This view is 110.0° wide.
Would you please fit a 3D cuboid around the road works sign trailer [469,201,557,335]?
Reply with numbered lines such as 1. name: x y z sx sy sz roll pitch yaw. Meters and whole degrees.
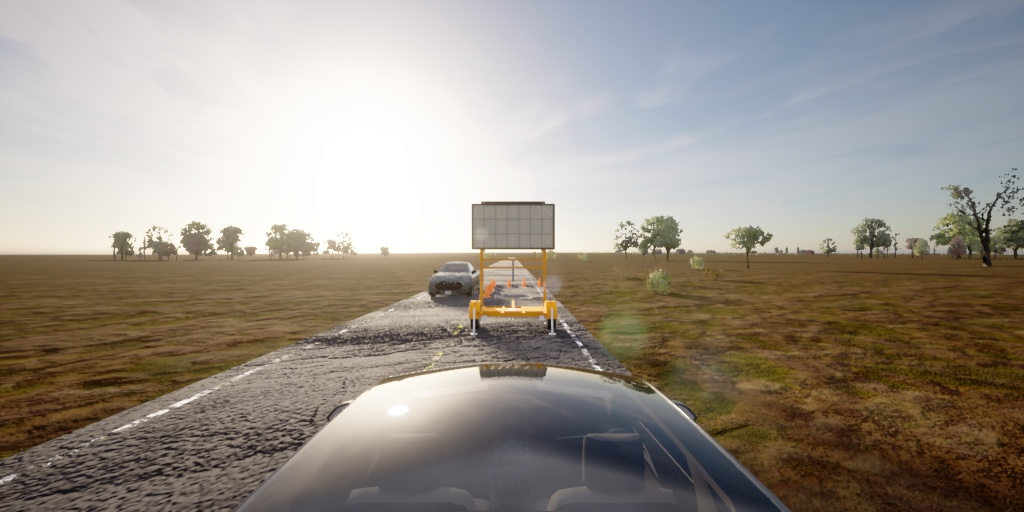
1. road works sign trailer: 0.034 0.214 10.505 2.380 3.560 2.880 0 0 0

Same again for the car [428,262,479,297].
1. car: -2.936 1.102 18.847 2.097 1.767 4.553 0 0 0
